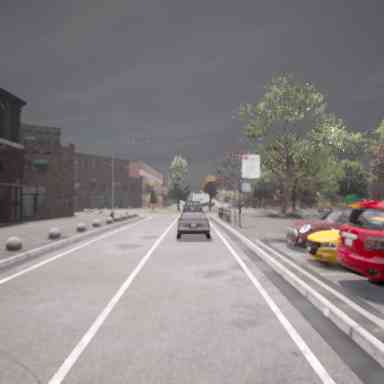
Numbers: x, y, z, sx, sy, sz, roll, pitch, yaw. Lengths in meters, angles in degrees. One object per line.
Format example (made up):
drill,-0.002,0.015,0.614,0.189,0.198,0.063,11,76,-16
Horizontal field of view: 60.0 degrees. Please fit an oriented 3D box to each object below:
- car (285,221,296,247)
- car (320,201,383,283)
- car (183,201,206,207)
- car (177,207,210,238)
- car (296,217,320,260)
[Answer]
car,6.207,1.416,13.594,4.553,1.767,2.185,0,0,-1
car,6.264,1.240,7.642,5.566,2.045,2.435,0,0,0
car,0.120,2.005,37.586,2.150,2.045,5.566,0,-2,1
car,0.078,1.777,19.143,2.033,1.411,5.357,0,-1,0
car,6.211,1.515,10.558,5.008,1.535,2.097,0,0,-1
